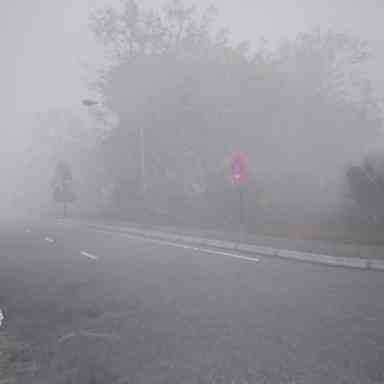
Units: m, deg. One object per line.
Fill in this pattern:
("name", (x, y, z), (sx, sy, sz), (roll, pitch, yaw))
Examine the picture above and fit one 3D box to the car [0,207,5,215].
("car", (-38.275, 3.774, 65.730), (1.812, 1.442, 4.674), (-3, 0, -35))
